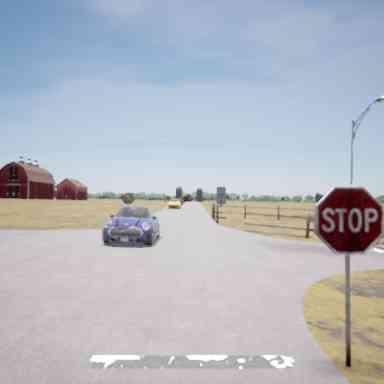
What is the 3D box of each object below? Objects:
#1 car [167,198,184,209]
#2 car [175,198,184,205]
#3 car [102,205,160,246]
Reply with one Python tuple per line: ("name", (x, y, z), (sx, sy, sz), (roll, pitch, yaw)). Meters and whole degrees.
("car", (-2.720, 1.811, 51.247), (1.882, 1.535, 5.008), (0, 0, 0))
("car", (-2.706, 2.037, 73.133), (1.994, 1.385, 4.181), (0, -1, 0))
("car", (-2.703, 1.432, 15.737), (2.097, 1.767, 4.553), (3, -2, 0))
